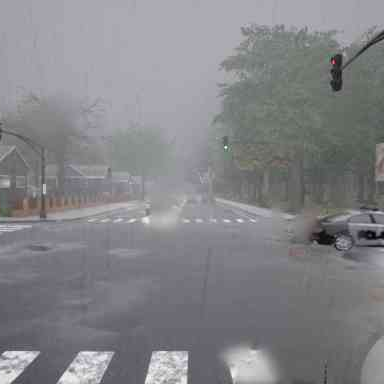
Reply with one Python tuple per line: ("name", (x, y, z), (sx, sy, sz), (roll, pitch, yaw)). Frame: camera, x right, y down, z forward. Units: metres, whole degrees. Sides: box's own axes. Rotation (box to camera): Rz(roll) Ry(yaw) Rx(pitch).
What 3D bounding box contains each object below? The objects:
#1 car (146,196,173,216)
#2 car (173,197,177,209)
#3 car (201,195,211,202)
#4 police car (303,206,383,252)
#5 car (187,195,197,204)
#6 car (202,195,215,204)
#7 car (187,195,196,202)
("car", (-3.253, 1.351, 32.574), (2.097, 1.767, 4.553), (0, 0, 0))
("car", (-3.294, 1.504, 42.732), (1.837, 1.490, 4.892), (0, 0, 0))
("car", (3.157, 1.362, 74.217), (2.033, 1.411, 5.357), (0, 0, 0))
("police car", (7.142, 1.403, 13.170), (5.238, 1.638, 1.930), (0, 1, 0))
("car", (-0.048, 1.543, 63.780), (2.033, 1.411, 5.357), (0, 0, 0))
("car", (3.200, 1.347, 64.181), (2.097, 1.767, 4.553), (0, 0, 0))
("car", (-0.092, 1.418, 74.234), (1.895, 1.301, 4.718), (0, 0, 0))
